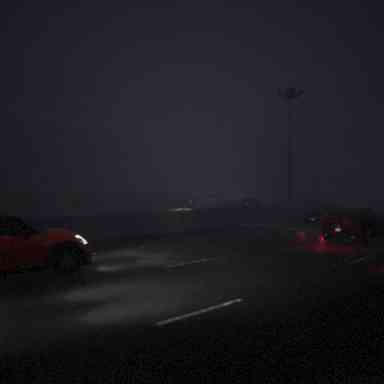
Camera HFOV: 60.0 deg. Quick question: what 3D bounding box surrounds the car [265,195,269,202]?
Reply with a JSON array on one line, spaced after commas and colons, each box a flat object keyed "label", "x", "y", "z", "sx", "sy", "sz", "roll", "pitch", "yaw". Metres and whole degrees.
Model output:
[{"label": "car", "x": 16.470, "y": 1.360, "z": 77.229, "sx": 2.097, "sy": 1.767, "sz": 4.553, "roll": 0, "pitch": 0, "yaw": 4}]

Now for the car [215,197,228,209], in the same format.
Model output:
[{"label": "car", "x": 5.079, "y": 1.630, "z": 42.450, "sx": 1.895, "sy": 1.301, "sz": 4.718, "roll": 0, "pitch": 0, "yaw": 27}]

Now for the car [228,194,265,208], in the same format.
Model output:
[{"label": "car", "x": 6.261, "y": 1.376, "z": 37.496, "sx": 2.097, "sy": 1.767, "sz": 4.553, "roll": 0, "pitch": 0, "yaw": 30}]

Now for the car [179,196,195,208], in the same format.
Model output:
[{"label": "car", "x": -0.113, "y": 1.392, "z": 47.834, "sx": 2.097, "sy": 1.767, "sz": 4.553, "roll": 0, "pitch": 0, "yaw": 24}]

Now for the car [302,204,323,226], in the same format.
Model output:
[{"label": "car", "x": 9.075, "y": 1.534, "z": 22.807, "sx": 1.812, "sy": 1.442, "sz": 4.674, "roll": 0, "pitch": 0, "yaw": 39}]

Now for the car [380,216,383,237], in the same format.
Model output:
[{"label": "car", "x": 8.372, "y": 1.564, "z": 11.580, "sx": 4.181, "sy": 1.385, "sz": 1.994, "roll": 0, "pitch": 0, "yaw": -45}]

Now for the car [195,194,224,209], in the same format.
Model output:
[{"label": "car", "x": 2.819, "y": 1.254, "z": 45.717, "sx": 2.150, "sy": 2.045, "sz": 5.566, "roll": 0, "pitch": 0, "yaw": 25}]

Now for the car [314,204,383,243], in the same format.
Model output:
[{"label": "car", "x": 8.007, "y": 1.482, "z": 16.192, "sx": 1.882, "sy": 1.535, "sz": 5.008, "roll": 0, "pitch": 0, "yaw": 43}]

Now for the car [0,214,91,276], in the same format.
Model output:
[{"label": "car", "x": -5.139, "y": 1.368, "z": 8.996, "sx": 4.553, "sy": 1.767, "sz": 2.097, "roll": 0, "pitch": 0, "yaw": -37}]
